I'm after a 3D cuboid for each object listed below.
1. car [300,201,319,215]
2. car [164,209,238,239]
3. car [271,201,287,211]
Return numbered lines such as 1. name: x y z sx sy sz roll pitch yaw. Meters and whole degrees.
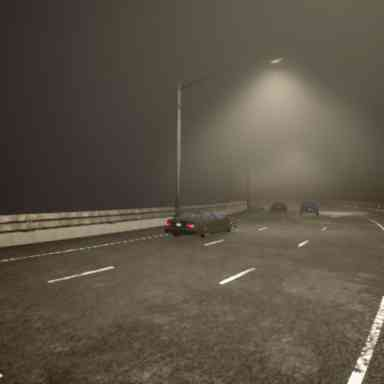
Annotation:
1. car: 13.477 1.750 38.248 1.882 1.535 5.008 1 0 18
2. car: 0.644 1.621 17.912 2.033 1.411 5.357 0 0 30
3. car: 11.648 1.844 44.433 1.994 1.385 4.181 0 0 15
